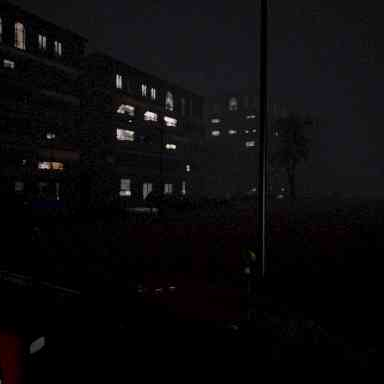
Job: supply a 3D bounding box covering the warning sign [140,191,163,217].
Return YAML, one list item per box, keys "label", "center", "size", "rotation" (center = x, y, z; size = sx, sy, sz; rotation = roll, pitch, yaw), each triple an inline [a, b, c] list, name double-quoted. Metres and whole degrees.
- label: "warning sign"
  center: [-3.033, 0.851, 24.820]
  size: [1.300, 1.860, 1.060]
  rotation: [-1, 0, 35]

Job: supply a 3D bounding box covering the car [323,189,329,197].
- label: "car"
  center: [28.362, 0.361, 74.008]
  size: [2.008, 1.369, 4.403]
  rotation: [2, 2, 35]

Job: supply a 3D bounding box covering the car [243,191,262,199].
- label: "car"
  center: [11.840, 0.526, 64.950]
  size: [1.752, 1.417, 4.829]
  rotation: [2, 2, 35]

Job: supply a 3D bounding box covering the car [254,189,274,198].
- label: "car"
  center: [15.123, 0.227, 69.654]
  size: [2.192, 1.841, 5.009]
  rotation: [2, 2, 35]

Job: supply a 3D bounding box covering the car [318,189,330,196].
- label: "car"
  center: [33.656, 0.069, 84.792]
  size: [1.801, 1.575, 5.366]
  rotation: [1, 1, 35]

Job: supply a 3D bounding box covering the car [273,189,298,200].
- label: "car"
  center: [15.727, 0.676, 55.870]
  size: [1.752, 1.417, 4.829]
  rotation: [2, 2, 35]

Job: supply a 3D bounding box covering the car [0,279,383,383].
- label: "car"
  center: [-0.308, 1.544, 3.091]
  size: [4.507, 1.381, 1.887]
  rotation: [0, 0, 36]

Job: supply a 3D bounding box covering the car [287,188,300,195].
- label: "car"
  center: [24.672, -0.029, 83.362]
  size: [2.192, 1.841, 5.009]
  rotation: [2, 2, 35]

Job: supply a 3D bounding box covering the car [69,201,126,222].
- label: "car"
  center: [-6.653, 1.329, 23.745]
  size: [1.947, 1.339, 4.313]
  rotation: [2, 2, 35]

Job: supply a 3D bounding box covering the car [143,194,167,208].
- label: "car"
  center: [-3.590, 1.004, 38.285]
  size: [1.837, 1.490, 4.892]
  rotation: [1, 1, 35]

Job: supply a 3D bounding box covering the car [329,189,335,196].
- label: "car"
  center: [34.729, 0.079, 83.145]
  size: [1.967, 1.590, 4.097]
  rotation: [2, 2, 35]

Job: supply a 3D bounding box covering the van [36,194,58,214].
- label: "van"
  center: [-13.526, 1.035, 28.529]
  size: [1.690, 1.788, 3.998]
  rotation: [2, 2, 35]

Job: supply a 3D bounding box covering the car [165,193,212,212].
- label: "car"
  center: [-0.287, 1.132, 32.882]
  size: [1.887, 1.381, 4.507]
  rotation: [2, 2, 35]

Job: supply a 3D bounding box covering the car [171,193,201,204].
- label: "car"
  center: [-0.796, 0.910, 46.812]
  size: [1.947, 1.339, 4.313]
  rotation: [2, 2, 35]

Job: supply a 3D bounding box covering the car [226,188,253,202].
- label: "car"
  center: [7.881, 0.470, 54.578]
  size: [2.150, 2.045, 5.566]
  rotation: [1, 1, 35]

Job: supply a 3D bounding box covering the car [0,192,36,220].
- label: "car"
  center: [-14.365, 1.012, 23.153]
  size: [2.150, 2.045, 5.566]
  rotation: [1, 1, 39]

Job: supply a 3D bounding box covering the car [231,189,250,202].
- label: "car"
  center: [7.516, 0.644, 48.724]
  size: [2.097, 1.767, 4.553]
  rotation: [1, 1, 35]

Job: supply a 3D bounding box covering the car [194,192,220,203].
- label: "car"
  center: [2.387, 0.808, 51.382]
  size: [2.008, 1.369, 4.403]
  rotation: [2, 2, 35]

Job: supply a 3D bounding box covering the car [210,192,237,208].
- label: "car"
  center: [2.896, 1.051, 37.452]
  size: [2.008, 1.369, 4.403]
  rotation: [2, 2, 35]

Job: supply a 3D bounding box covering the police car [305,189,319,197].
- label: "police car"
  center: [27.726, 0.191, 76.622]
  size: [1.930, 1.638, 5.238]
  rotation: [0, 1, 32]

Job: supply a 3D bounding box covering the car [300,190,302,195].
- label: "car"
  center: [27.852, 0.115, 87.938]
  size: [1.887, 1.381, 4.507]
  rotation: [2, 2, 35]

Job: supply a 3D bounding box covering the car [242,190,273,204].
- label: "car"
  center: [9.263, 0.877, 46.592]
  size: [2.008, 1.369, 4.403]
  rotation: [2, 2, 35]

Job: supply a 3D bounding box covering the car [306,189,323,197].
- label: "car"
  center: [25.180, 0.446, 69.440]
  size: [2.008, 1.369, 4.403]
  rotation: [2, 2, 35]
